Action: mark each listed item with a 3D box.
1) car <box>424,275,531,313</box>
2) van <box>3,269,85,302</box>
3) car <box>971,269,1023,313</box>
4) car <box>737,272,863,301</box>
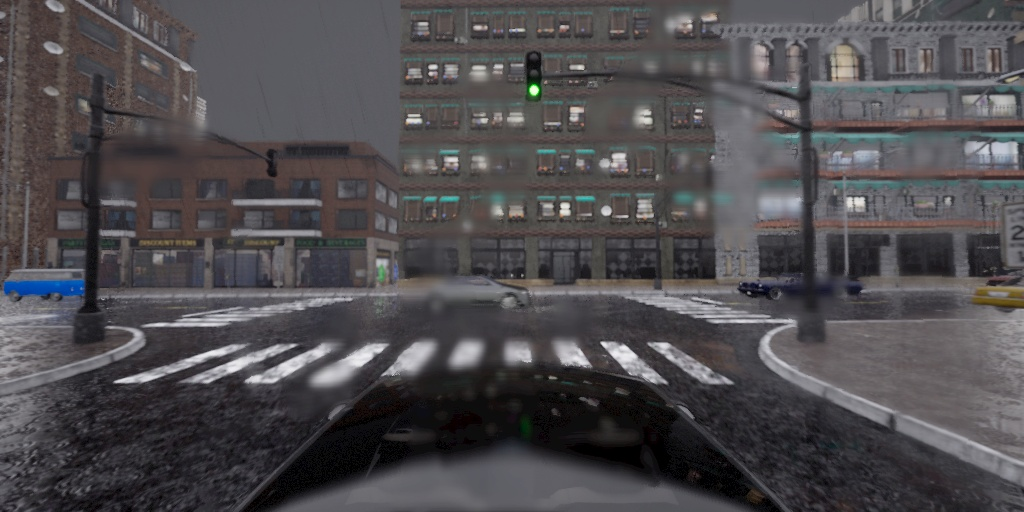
[{"bbox_3d":[-1.340,1.441,14.257,4.181,1.385,1.994,-1,-2,1],"label":"car"},{"bbox_3d":[-26.059,1.624,20.284,3.998,1.789,1.690,0,0,1],"label":"van"},{"bbox_3d":[17.655,1.147,11.269,4.829,1.417,1.751,0,0,1],"label":"car"},{"bbox_3d":[13.540,1.432,17.138,4.718,1.301,1.895,-1,-2,1],"label":"car"}]
